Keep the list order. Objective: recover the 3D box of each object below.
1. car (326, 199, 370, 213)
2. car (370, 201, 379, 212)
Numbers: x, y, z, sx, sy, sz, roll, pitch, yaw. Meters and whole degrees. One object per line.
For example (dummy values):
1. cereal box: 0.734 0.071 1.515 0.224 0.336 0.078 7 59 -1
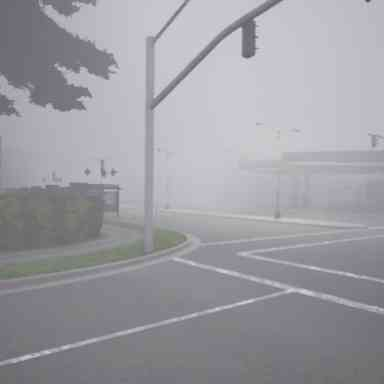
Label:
1. car: 19.197 1.753 41.914 2.242 1.667 4.611 1 0 -35
2. car: 23.459 1.980 45.838 1.970 1.475 3.806 1 0 -35
